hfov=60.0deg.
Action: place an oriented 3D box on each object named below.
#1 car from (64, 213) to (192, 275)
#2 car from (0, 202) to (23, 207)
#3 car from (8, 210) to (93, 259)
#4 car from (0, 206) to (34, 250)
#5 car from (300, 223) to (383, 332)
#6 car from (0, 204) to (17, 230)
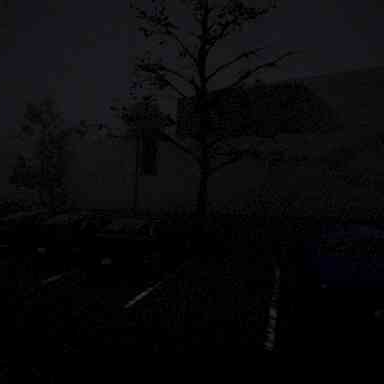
[{"bbox_3d":[-1.428,1.488,10.524,2.231,1.521,4.892,0,-1,17],"label":"car"},{"bbox_3d":[-10.815,1.395,17.719,2.185,1.767,4.553,0,-1,19],"label":"car"},{"bbox_3d":[-3.807,1.493,12.284,2.231,1.521,4.892,0,-1,17],"label":"car"},{"bbox_3d":[-6.168,1.501,14.063,2.231,1.521,4.892,0,-1,18],"label":"car"},{"bbox_3d":[3.375,1.481,7.075,2.097,1.535,5.008,1,-1,16],"label":"car"},{"bbox_3d":[-13.140,1.531,19.526,2.097,1.535,5.008,0,-1,19],"label":"car"}]
